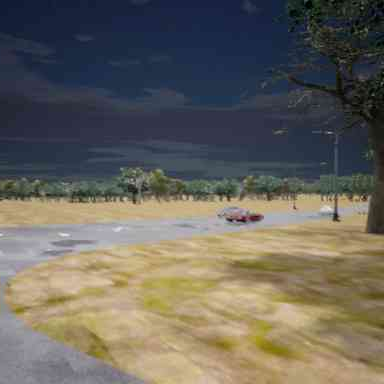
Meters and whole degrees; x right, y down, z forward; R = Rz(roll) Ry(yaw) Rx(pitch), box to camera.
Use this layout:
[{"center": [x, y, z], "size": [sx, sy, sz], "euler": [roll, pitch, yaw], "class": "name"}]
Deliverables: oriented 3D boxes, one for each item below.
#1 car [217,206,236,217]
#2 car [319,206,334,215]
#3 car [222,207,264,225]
[{"center": [5.073, 2.659, 43.728], "size": [1.837, 1.490, 4.892], "euler": [0, 0, 37], "class": "car"}, {"center": [23.359, 3.194, 57.839], "size": [1.812, 1.442, 4.674], "euler": [0, -1, 31], "class": "car"}, {"center": [5.180, 2.403, 32.172], "size": [1.895, 1.301, 4.718], "euler": [0, -2, 37], "class": "car"}]
